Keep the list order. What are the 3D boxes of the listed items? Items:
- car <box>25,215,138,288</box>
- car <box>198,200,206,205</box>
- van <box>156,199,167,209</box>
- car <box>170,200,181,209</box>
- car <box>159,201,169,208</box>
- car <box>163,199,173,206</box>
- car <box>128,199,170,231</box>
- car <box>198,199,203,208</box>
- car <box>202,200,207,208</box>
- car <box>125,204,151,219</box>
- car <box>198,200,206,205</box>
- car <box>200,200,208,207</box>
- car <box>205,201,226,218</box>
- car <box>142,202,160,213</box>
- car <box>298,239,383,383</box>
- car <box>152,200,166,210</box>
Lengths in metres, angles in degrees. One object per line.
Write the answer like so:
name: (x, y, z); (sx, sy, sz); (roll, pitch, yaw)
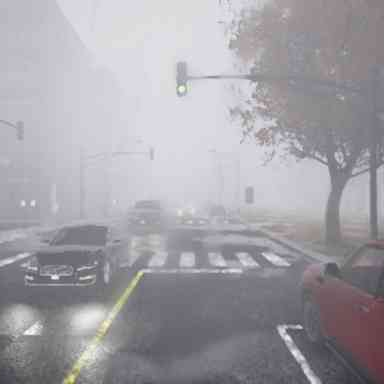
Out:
car: (-3.004, 1.654, 9.732); (1.837, 1.490, 4.892); (0, -1, 0)
car: (2.654, 2.702, 85.484); (1.887, 1.381, 4.507); (0, -1, 0)
van: (-5.717, 2.185, 63.355); (1.690, 1.788, 3.998); (0, -1, 0)
car: (-3.026, 2.277, 59.797); (1.882, 1.535, 5.008); (0, -1, 0)
car: (-5.719, 2.503, 68.883); (1.802, 1.307, 4.206); (0, -1, 0)
car: (-5.724, 2.517, 79.950); (1.967, 1.590, 4.097); (0, -1, 0)
car: (-3.009, 1.534, 23.177); (2.150, 2.045, 5.566); (0, -1, 0)
car: (2.664, 2.426, 63.354); (1.802, 1.307, 4.206); (0, -1, 0)
car: (2.671, 2.142, 46.929); (1.752, 1.417, 4.829); (0, -1, 0)
car: (-5.704, 2.015, 35.691); (2.008, 1.369, 4.403); (0, -1, 0)
car: (2.651, 2.788, 91.016); (2.008, 1.369, 4.403); (0, -1, 0)
car: (2.658, 2.527, 74.590); (1.752, 1.417, 4.829); (0, -1, 0)
car: (2.676, 2.009, 35.695); (1.887, 1.381, 4.507); (0, -1, 0)
car: (-5.709, 2.165, 46.756); (2.008, 1.369, 4.403); (0, -1, 0)
car: (2.691, 1.359, 3.312); (2.192, 1.841, 5.009); (0, -1, 0)
car: (-5.714, 2.207, 57.821); (1.967, 1.590, 4.097); (0, -1, 0)
